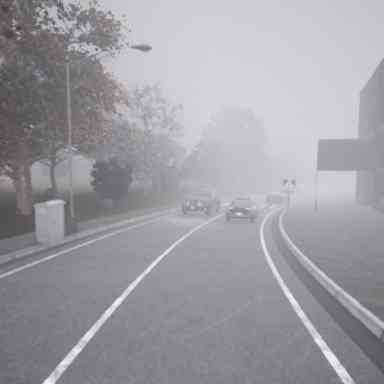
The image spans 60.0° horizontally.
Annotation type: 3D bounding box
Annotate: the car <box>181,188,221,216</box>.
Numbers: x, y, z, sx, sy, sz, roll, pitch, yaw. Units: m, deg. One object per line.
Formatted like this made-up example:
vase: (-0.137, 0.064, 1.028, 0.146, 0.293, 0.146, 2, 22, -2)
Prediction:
car: (0.885, 0.749, 27.399, 2.150, 2.045, 5.566, 2, 2, 17)

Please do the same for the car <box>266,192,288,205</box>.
car: (10.508, 0.695, 40.965, 1.882, 1.535, 5.008, 3, 3, 27)

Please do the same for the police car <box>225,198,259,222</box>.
police car: (3.680, 1.205, 23.756, 2.038, 1.542, 4.974, 2, 2, 15)
